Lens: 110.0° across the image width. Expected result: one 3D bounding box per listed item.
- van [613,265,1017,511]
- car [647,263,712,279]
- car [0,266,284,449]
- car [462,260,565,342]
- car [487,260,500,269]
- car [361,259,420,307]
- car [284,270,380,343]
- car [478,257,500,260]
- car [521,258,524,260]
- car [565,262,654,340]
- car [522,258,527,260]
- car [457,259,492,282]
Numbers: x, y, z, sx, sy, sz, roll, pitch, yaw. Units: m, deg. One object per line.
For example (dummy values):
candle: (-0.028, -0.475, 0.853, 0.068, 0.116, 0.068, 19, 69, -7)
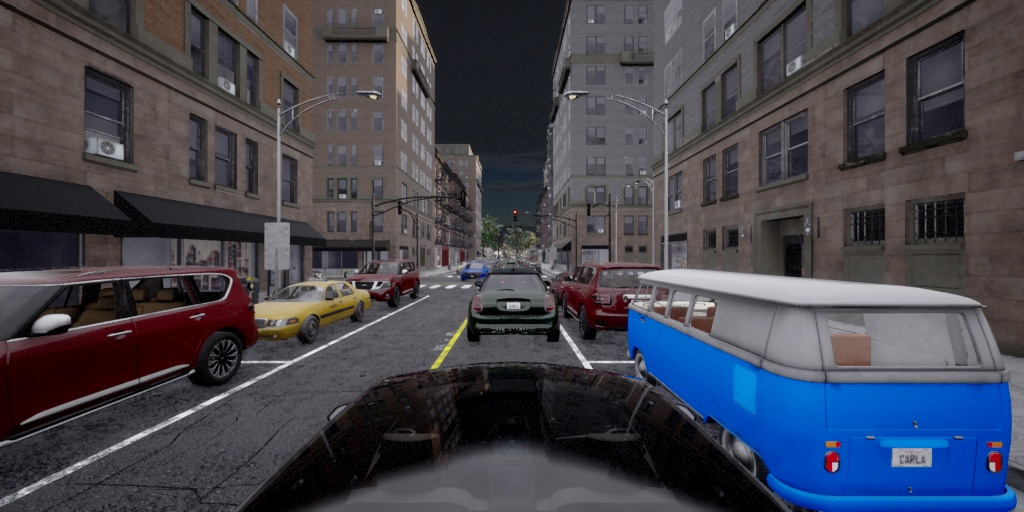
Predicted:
van: (2.634, 1.091, 4.214, 1.690, 1.789, 3.998, 0, 0, 0)
car: (14.305, 1.278, 30.752, 4.718, 1.301, 1.895, 0, 0, -3)
car: (-5.403, 1.065, 4.200, 2.192, 1.841, 5.009, 0, 0, 0)
car: (0.018, 1.102, 9.928, 2.097, 1.767, 4.553, 0, 0, 0)
car: (-2.941, 1.315, 58.006, 1.994, 1.385, 4.181, 0, 0, 0)
car: (-5.427, 1.064, 15.557, 2.192, 1.841, 5.009, 0, 0, 0)
car: (-5.414, 1.275, 9.708, 1.751, 1.417, 4.829, 0, 0, 0)
car: (-2.930, 1.242, 45.889, 2.128, 1.511, 4.902, 0, 0, 0)
car: (2.549, 1.294, 48.061, 1.888, 1.381, 4.507, 0, 0, 0)
car: (2.623, 1.065, 9.892, 2.192, 1.841, 5.009, 0, 0, 0)
car: (2.560, 1.299, 42.580, 2.007, 1.370, 4.403, 0, 0, 0)
car: (-2.907, 1.233, 28.760, 1.882, 1.535, 5.008, 0, 0, 0)
